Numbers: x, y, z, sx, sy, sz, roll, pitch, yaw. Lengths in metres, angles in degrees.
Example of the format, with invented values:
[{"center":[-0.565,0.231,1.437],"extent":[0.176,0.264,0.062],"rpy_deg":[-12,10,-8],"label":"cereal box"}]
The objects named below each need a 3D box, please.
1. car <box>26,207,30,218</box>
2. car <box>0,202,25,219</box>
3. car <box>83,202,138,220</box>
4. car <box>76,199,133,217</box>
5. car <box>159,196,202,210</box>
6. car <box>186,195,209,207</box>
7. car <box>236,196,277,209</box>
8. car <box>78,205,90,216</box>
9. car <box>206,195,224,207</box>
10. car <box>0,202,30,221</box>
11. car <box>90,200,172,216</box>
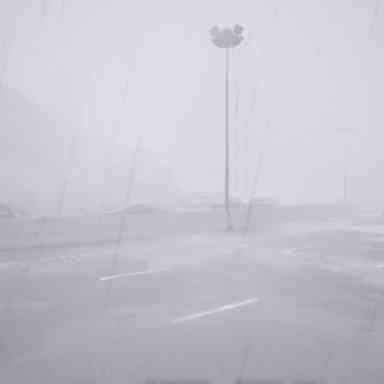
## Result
[{"center":[-14.291,1.516,23.770],"extent":[4.892,1.490,1.837],"rpy_deg":[0,0,-35],"label":"car"},{"center":[-11.482,1.358,17.232],"extent":[4.553,1.767,2.097],"rpy_deg":[0,0,-35],"label":"car"},{"center":[-7.081,1.594,28.985],"extent":[4.181,1.385,1.994],"rpy_deg":[0,0,-38],"label":"car"},{"center":[-8.463,1.510,32.387],"extent":[5.008,1.535,1.882],"rpy_deg":[0,0,-38],"label":"car"},{"center":[-1.280,1.248,39.286],"extent":[2.033,1.411,5.357],"rpy_deg":[0,0,41],"label":"car"},{"center":[1.376,1.064,37.006],"extent":[2.097,1.767,4.553],"rpy_deg":[0,0,41],"label":"car"},{"center":[6.628,1.211,32.378],"extent":[1.837,1.490,4.892],"rpy_deg":[0,0,41],"label":"car"},{"center":[-5.583,1.575,25.748],"extent":[5.357,1.411,2.033],"rpy_deg":[0,0,-35],"label":"car"},{"center":[3.972,1.305,34.658],"extent":[1.895,1.301,4.718],"rpy_deg":[0,0,41],"label":"car"},{"center":[-16.165,1.559,26.731],"extent":[5.357,1.411,2.033],"rpy_deg":[0,0,-35],"label":"car"},{"center":[-3.973,1.503,22.588],"extent":[5.008,1.535,1.882],"rpy_deg":[0,0,-35],"label":"car"}]
